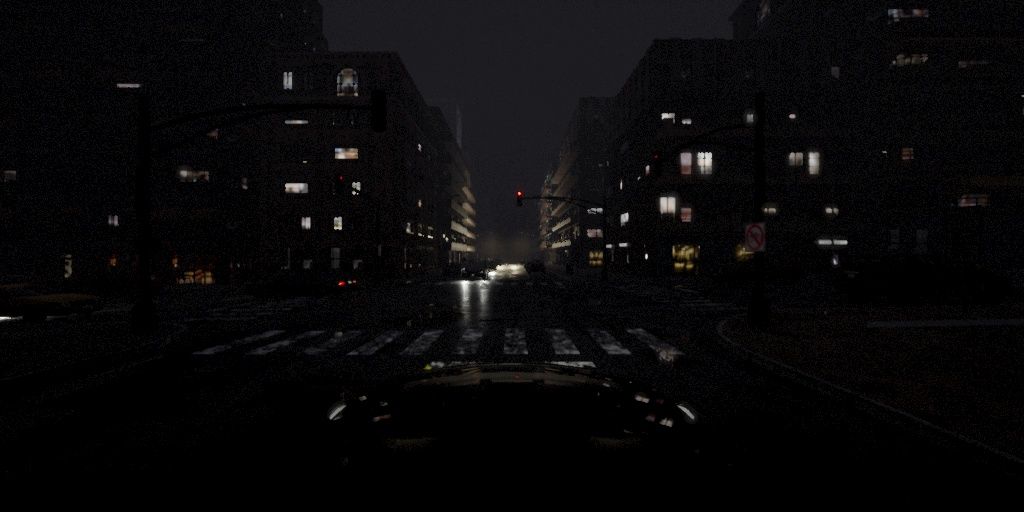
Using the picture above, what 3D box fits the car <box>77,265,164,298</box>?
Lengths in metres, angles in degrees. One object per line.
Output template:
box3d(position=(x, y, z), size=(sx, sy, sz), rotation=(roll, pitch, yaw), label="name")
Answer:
box3d(position=(-23.559, 1.457, 21.163), size=(5.009, 1.841, 2.192), rotation=(0, 0, 0), label="car")

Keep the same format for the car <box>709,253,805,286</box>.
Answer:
box3d(position=(14.616, 0.754, 21.449), size=(5.009, 1.841, 2.192), rotation=(0, 0, 0), label="car")

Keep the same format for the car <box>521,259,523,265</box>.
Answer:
box3d(position=(2.807, 1.335, 57.870), size=(1.802, 1.307, 4.207), rotation=(0, 0, 0), label="car")

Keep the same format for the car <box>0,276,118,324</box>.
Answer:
box3d(position=(-17.608, 1.583, 12.855), size=(4.829, 1.417, 1.751), rotation=(0, 0, 0), label="car")

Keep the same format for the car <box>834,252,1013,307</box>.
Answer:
box3d(position=(14.733, 0.772, 13.069), size=(5.009, 1.841, 2.192), rotation=(0, 0, 0), label="car")

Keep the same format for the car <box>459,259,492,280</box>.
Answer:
box3d(position=(-3.095, 1.273, 31.212), size=(1.812, 1.442, 4.674), rotation=(0, 0, 2), label="car")

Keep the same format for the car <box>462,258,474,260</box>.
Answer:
box3d(position=(-5.609, 1.274, 40.668), size=(1.751, 1.417, 4.829), rotation=(0, 0, 0), label="car")

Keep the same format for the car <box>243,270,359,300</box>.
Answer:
box3d(position=(-10.964, 1.465, 18.813), size=(5.357, 1.411, 2.033), rotation=(-1, 0, 4), label="car")

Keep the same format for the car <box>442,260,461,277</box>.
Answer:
box3d(position=(-5.621, 1.314, 35.155), size=(1.948, 1.339, 4.313), rotation=(0, 0, 0), label="car")

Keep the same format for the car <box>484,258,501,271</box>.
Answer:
box3d(position=(-2.999, 1.241, 47.261), size=(2.128, 1.511, 4.902), rotation=(0, 0, 0), label="car")

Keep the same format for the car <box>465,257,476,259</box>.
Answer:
box3d(position=(-5.597, 1.064, 46.521), size=(2.192, 1.841, 5.009), rotation=(0, 0, 0), label="car")

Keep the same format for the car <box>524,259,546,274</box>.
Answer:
box3d(position=(2.771, 1.188, 40.822), size=(1.967, 1.591, 4.097), rotation=(0, 0, 0), label="car")
